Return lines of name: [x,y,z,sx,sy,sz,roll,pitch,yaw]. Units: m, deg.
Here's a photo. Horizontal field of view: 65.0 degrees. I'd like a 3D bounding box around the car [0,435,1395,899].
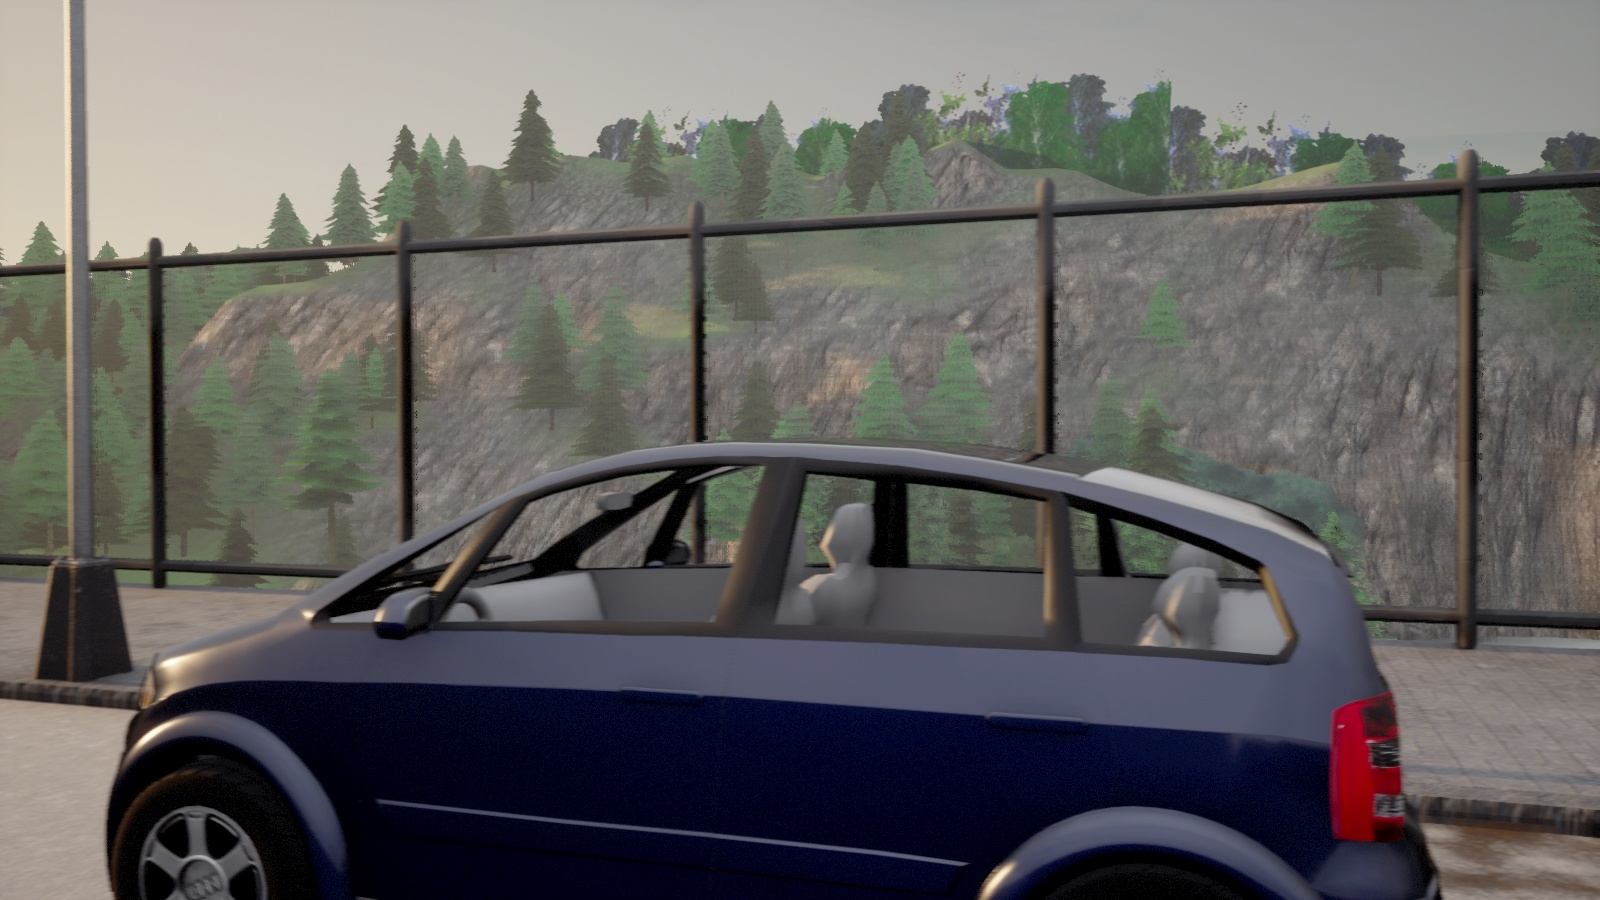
car: [-0.344,0.742,3.836,3.705,1.549,1.789,1,1,19]
